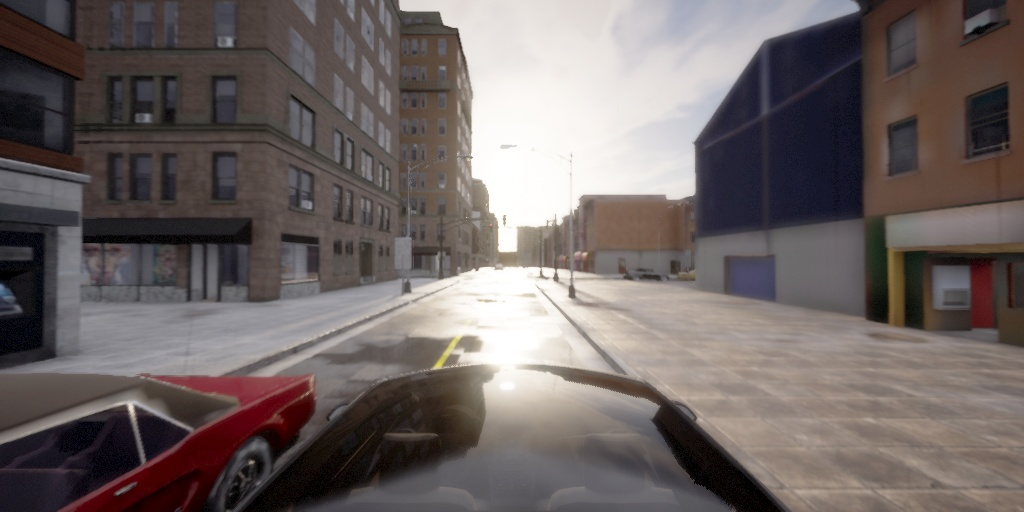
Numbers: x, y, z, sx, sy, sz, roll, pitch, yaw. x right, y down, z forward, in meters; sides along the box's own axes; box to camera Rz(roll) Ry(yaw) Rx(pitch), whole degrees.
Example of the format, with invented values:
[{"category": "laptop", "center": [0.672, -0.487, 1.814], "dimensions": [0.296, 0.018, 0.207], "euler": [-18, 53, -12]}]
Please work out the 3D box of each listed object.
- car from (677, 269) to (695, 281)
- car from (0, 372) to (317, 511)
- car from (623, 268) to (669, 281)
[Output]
[{"category": "car", "center": [18.992, 1.859, 35.443], "dimensions": [4.829, 1.417, 1.751], "euler": [0, 0, 0]}, {"category": "car", "center": [-2.850, 1.346, 1.294], "dimensions": [1.895, 1.301, 4.718], "euler": [0, -1, 0]}, {"category": "car", "center": [13.199, 1.857, 35.428], "dimensions": [4.313, 1.339, 1.948], "euler": [0, 0, 0]}]
